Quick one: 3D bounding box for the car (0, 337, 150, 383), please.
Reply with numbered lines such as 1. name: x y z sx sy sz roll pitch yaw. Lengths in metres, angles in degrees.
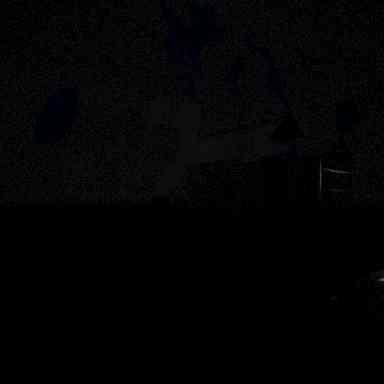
1. car: -2.399 1.547 0.819 5.357 1.411 2.033 0 0 -42
